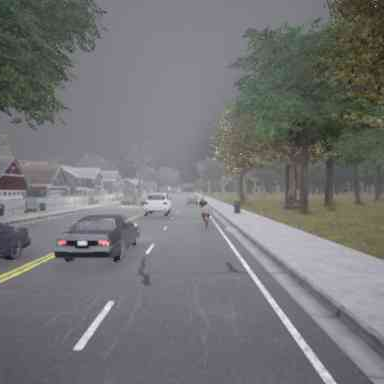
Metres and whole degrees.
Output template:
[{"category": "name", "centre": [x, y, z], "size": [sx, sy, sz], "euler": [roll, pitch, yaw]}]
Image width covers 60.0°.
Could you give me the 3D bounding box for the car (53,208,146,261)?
[{"category": "car", "centre": [-3.149, 1.511, 12.057], "size": [2.033, 1.411, 5.357], "euler": [0, 0, 0]}]

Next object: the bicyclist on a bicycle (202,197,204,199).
[{"category": "bicyclist on a bicycle", "centre": [0.897, 1.287, 28.053], "size": [0.659, 1.776, 1.843], "euler": [0, 0, 0]}]

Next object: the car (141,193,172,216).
[{"category": "car", "centre": [-3.146, 1.128, 31.525], "size": [2.150, 2.045, 5.566], "euler": [0, 0, 0]}]

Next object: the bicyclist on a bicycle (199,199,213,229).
[{"category": "bicyclist on a bicycle", "centre": [0.861, 1.376, 20.142], "size": [0.866, 1.612, 1.509], "euler": [0, 0, 0]}]

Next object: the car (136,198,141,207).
[{"category": "car", "centre": [-6.571, 1.339, 49.470], "size": [1.882, 1.535, 5.008], "euler": [0, 0, 0]}]

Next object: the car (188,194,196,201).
[{"category": "car", "centre": [0.006, 1.275, 75.218], "size": [1.882, 1.535, 5.008], "euler": [0, 0, 0]}]

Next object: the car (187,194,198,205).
[{"category": "car", "centre": [0.043, 1.392, 56.376], "size": [2.033, 1.411, 5.357], "euler": [0, 0, 1]}]

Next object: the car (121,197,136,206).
[{"category": "car", "centre": [-9.813, 1.418, 52.389], "size": [1.994, 1.385, 4.181], "euler": [0, 0, 0]}]

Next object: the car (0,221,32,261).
[{"category": "car", "centre": [-6.602, 1.519, 9.471], "size": [2.033, 1.411, 5.357], "euler": [0, 0, 0]}]
